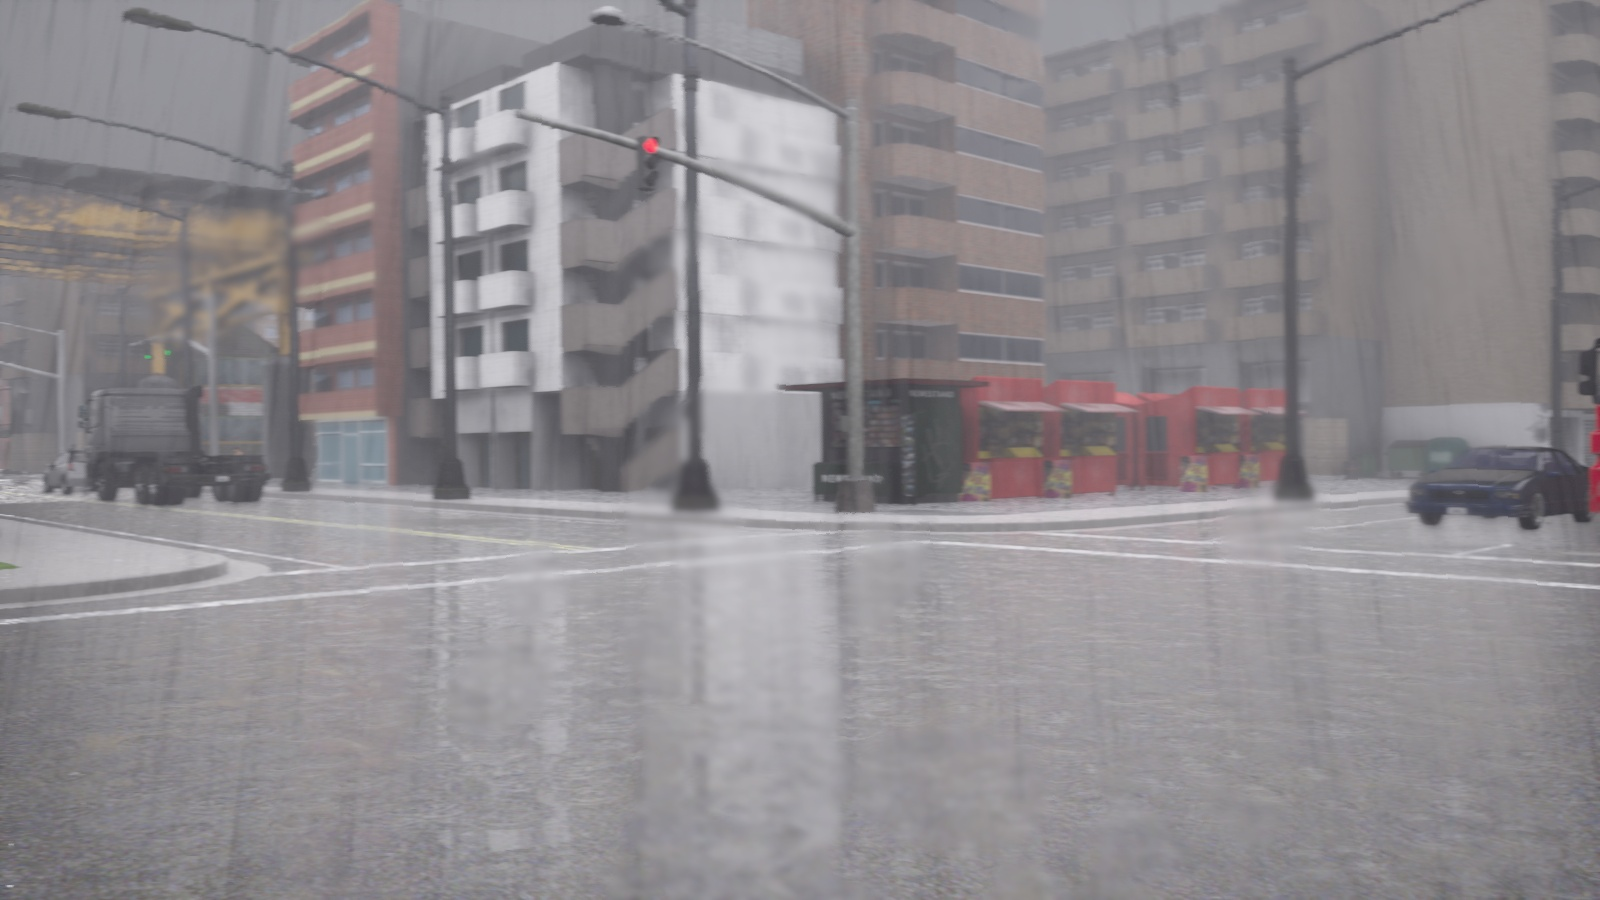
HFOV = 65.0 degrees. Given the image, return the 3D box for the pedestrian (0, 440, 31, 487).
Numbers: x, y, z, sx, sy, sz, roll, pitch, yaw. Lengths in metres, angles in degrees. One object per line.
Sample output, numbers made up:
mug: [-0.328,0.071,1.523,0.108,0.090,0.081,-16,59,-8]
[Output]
pedestrian: [-31.253,0.515,49.962,0.634,1.844,0.899,0,0,30]

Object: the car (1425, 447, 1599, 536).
car: [13.291,0.650,22.413,5.357,1.411,2.033,0,0,-43]

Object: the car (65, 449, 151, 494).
car: [-24.498,0.735,44.422,1.845,1.501,3.633,-1,0,-42]

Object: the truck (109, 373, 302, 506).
truck: [-17.548,-0.281,36.759,2.891,3.462,7.936,-1,0,-42]
